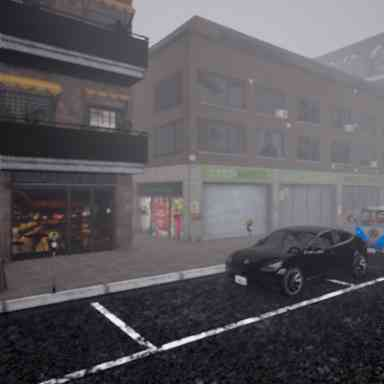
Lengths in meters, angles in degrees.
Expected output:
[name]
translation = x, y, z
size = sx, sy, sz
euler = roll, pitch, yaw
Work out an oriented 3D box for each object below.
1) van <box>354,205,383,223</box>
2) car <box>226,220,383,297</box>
[van]
translation = 7.451, 1.347, 11.873
size = 3.998, 1.788, 1.690
euler = 0, 0, -35
[car]
translation = 2.851, 1.569, 8.593
size = 4.313, 1.339, 1.947
euler = 0, 0, -36
